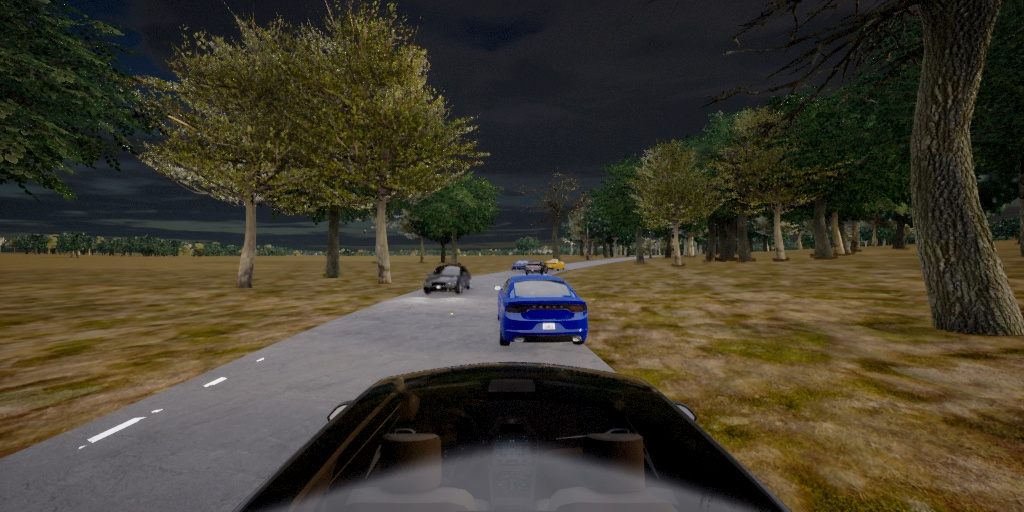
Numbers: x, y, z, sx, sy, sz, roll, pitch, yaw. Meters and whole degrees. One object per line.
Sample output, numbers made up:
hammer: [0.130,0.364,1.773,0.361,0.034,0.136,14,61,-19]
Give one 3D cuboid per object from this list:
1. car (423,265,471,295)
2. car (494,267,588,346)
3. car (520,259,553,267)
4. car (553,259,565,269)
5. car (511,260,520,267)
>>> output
car: [-3.443,1.255,19.813,1.837,1.490,4.892,0,0,3]
car: [0.577,1.228,9.513,1.882,1.535,5.008,0,0,-3]
car: [2.680,1.234,38.481,2.128,1.511,4.902,0,0,15]
car: [5.775,1.149,48.374,1.882,1.535,5.008,0,1,21]
car: [1.355,1.198,44.828,1.882,1.535,5.008,0,0,18]
